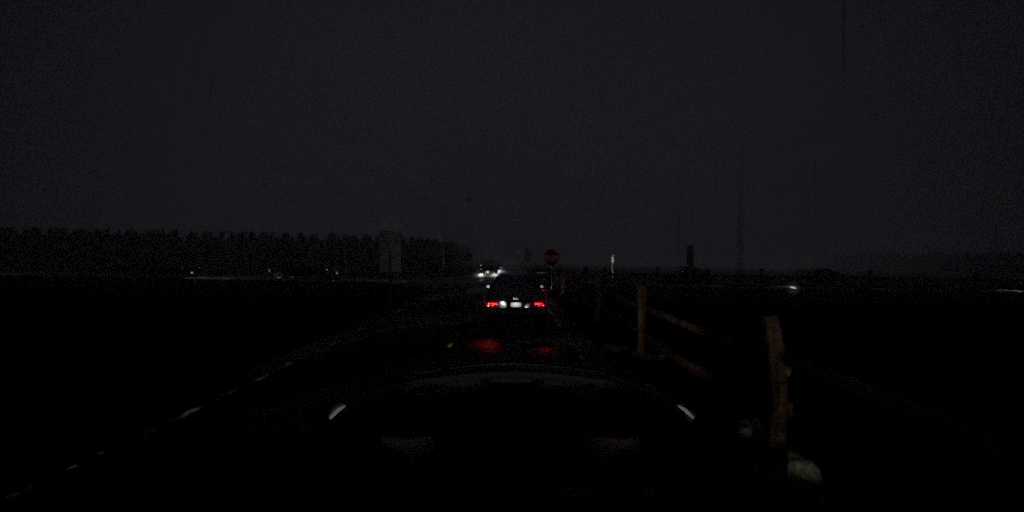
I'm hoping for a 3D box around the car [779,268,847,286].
[{"bbox_3d":[25.288,1.760,30.216,4.892,1.490,1.837,1,-1,0],"label":"car"}]

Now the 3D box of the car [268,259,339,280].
[{"bbox_3d":[-15.653,0.989,27.116,4.902,1.511,2.128,1,-1,1],"label":"car"}]

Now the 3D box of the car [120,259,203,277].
[{"bbox_3d":[-26.400,0.909,27.124,4.718,1.301,1.895,1,-1,0],"label":"car"}]

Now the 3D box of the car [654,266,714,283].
[{"bbox_3d":[14.434,1.586,30.183,4.674,1.442,1.812,1,-1,0],"label":"car"}]

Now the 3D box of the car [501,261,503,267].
[{"bbox_3d":[-2.821,1.380,54.756,1.895,1.301,4.718,0,0,0],"label":"car"}]

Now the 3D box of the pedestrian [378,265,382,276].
[{"bbox_3d":[-12.166,1.184,33.137,0.375,1.300,0.375,0,-2,0],"label":"pedestrian"}]

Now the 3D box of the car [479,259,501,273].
[{"bbox_3d":[-2.830,1.125,44.357,2.097,1.767,4.553,0,0,0],"label":"car"}]

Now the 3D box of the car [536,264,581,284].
[{"bbox_3d":[2.992,1.291,24.554,2.128,1.511,4.902,0,-1,37],"label":"car"}]

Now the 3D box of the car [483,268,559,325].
[{"bbox_3d":[0.100,1.302,11.736,2.033,1.411,5.357,0,0,0],"label":"car"}]

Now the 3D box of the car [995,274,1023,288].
[{"bbox_3d":[44.490,2.146,30.217,5.357,1.411,2.033,1,-1,0],"label":"car"}]
